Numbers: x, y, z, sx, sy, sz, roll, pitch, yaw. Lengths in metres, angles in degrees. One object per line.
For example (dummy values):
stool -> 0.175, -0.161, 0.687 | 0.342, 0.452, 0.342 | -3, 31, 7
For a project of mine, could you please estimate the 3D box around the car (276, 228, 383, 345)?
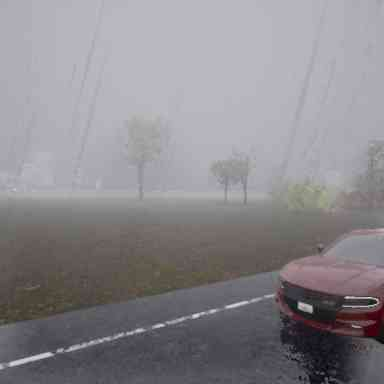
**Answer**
car -> 3.769, 1.493, 6.521 | 5.008, 1.535, 1.882 | 0, 0, -35
